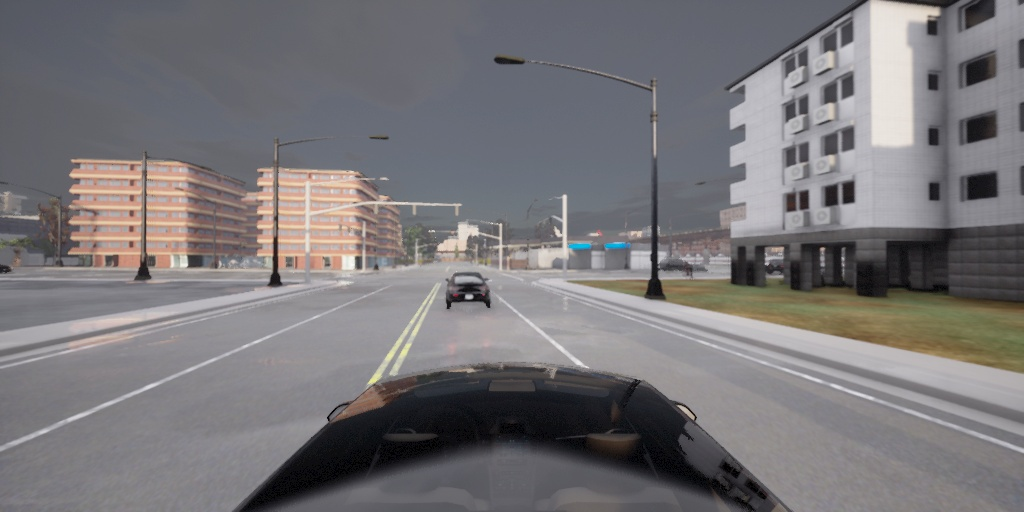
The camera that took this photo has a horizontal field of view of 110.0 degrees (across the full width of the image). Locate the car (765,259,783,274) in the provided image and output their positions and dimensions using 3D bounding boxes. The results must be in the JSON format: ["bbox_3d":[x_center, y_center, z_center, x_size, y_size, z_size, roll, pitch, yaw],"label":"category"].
[{"bbox_3d":[36.898,1.423,48.683,5.566,2.045,2.150,0,0,-33],"label":"car"}]

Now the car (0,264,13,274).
[{"bbox_3d":[-52.458,1.045,35.099,4.892,1.490,1.837,1,-1,-8],"label":"car"}]

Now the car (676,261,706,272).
[{"bbox_3d":[28.334,1.836,56.002,4.181,1.385,1.994,0,-1,-27],"label":"car"}]

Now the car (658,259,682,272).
[{"bbox_3d":[25.435,1.518,58.324,5.566,2.045,2.150,0,0,-26],"label":"car"}]

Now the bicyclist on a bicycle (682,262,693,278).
[{"bbox_3d":[17.104,1.371,34.985,0.582,1.620,1.656,0,-1,-9],"label":"bicyclist on a bicycle"}]

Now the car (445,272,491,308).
[{"bbox_3d":[-1.997,1.417,16.059,1.812,1.442,4.674,0,0,-9],"label":"car"}]
